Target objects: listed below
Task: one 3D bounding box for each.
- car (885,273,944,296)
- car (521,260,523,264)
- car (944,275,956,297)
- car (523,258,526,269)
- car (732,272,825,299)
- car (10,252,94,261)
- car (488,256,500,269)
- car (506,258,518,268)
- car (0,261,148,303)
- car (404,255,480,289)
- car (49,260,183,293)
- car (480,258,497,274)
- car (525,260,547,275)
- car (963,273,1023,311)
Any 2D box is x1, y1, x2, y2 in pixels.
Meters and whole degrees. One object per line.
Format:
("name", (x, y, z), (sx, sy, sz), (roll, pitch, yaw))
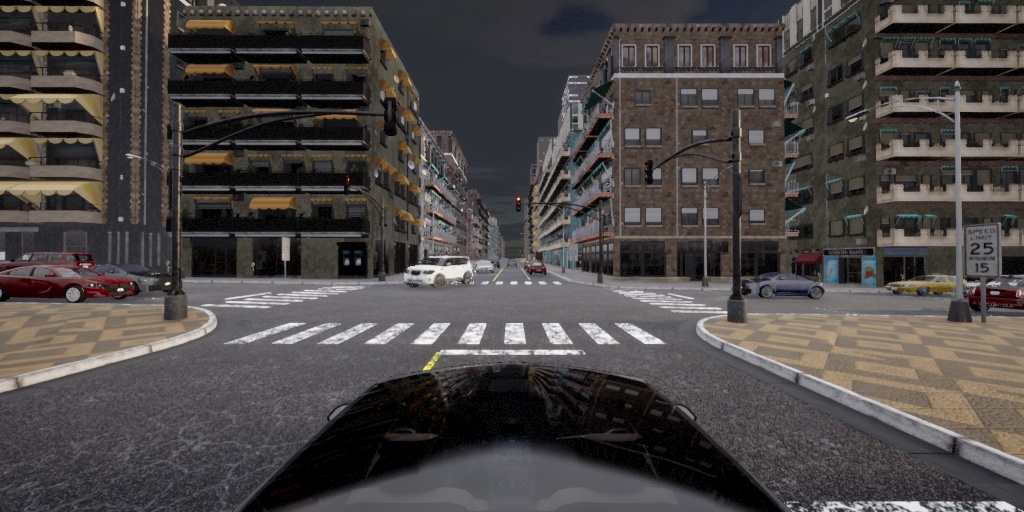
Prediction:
("car", (26.251, 1.756, 22.384), (4.829, 1.417, 1.751), (0, 0, 0))
("car", (2.702, 1.348, 54.934), (1.802, 1.307, 4.207), (0, 0, 0))
("car", (27.473, 1.747, 19.840), (4.674, 1.442, 1.812), (1, -1, 0))
("car", (2.700, 1.201, 43.888), (1.967, 1.591, 4.097), (0, 0, 0))
("car", (14.572, 1.584, 19.748), (4.181, 1.385, 1.994), (1, -1, -1))
("car", (-28.642, 0.687, 22.013), (5.009, 1.841, 2.192), (0, 0, 0))
("car", (-3.078, 0.981, 58.265), (2.150, 2.045, 5.566), (0, 1, 0))
("car", (0.014, 1.261, 63.793), (2.128, 1.511, 4.902), (0, 0, 0))
("car", (-17.260, 1.012, 13.716), (4.507, 1.381, 1.888), (0, 0, 0))
("car", (-4.644, 0.979, 23.792), (2.150, 2.045, 5.566), (1, 0, 24))
("car", (-17.674, 1.050, 16.307), (4.181, 1.385, 1.994), (1, -1, -1))
("car", (-3.092, 1.287, 42.059), (1.812, 1.442, 4.674), (0, 0, 0))
("car", (2.699, 1.305, 38.364), (1.888, 1.381, 4.507), (0, 0, 0))
("car", (20.837, 1.501, 14.030), (4.097, 1.591, 1.967), (0, 0, 0))
